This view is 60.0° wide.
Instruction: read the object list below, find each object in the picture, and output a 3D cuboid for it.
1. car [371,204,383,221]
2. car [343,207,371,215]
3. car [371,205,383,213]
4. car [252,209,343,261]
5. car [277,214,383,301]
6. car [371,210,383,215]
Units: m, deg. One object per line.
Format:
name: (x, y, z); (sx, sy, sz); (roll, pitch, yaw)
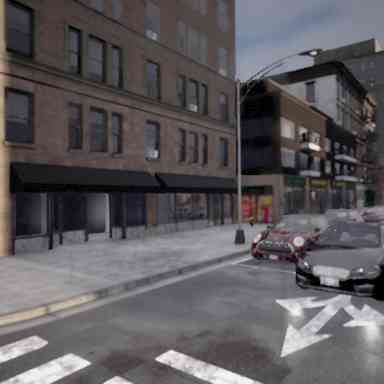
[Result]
car: (17.480, 1.778, 29.513); (2.008, 1.369, 4.403); (-1, -1, 38)
car: (7.245, 1.595, 16.532); (1.967, 1.590, 4.097); (-1, -1, 38)
car: (14.069, 1.784, 25.185); (1.802, 1.307, 4.206); (-1, -1, 38)
car: (3.833, 1.572, 12.204); (1.967, 1.590, 4.097); (-1, -1, 38)
car: (4.315, 1.570, 8.716); (2.128, 1.511, 4.902); (-1, -1, 38)
car: (10.404, 1.720, 16.440); (1.895, 1.301, 4.718); (-1, -1, 38)
